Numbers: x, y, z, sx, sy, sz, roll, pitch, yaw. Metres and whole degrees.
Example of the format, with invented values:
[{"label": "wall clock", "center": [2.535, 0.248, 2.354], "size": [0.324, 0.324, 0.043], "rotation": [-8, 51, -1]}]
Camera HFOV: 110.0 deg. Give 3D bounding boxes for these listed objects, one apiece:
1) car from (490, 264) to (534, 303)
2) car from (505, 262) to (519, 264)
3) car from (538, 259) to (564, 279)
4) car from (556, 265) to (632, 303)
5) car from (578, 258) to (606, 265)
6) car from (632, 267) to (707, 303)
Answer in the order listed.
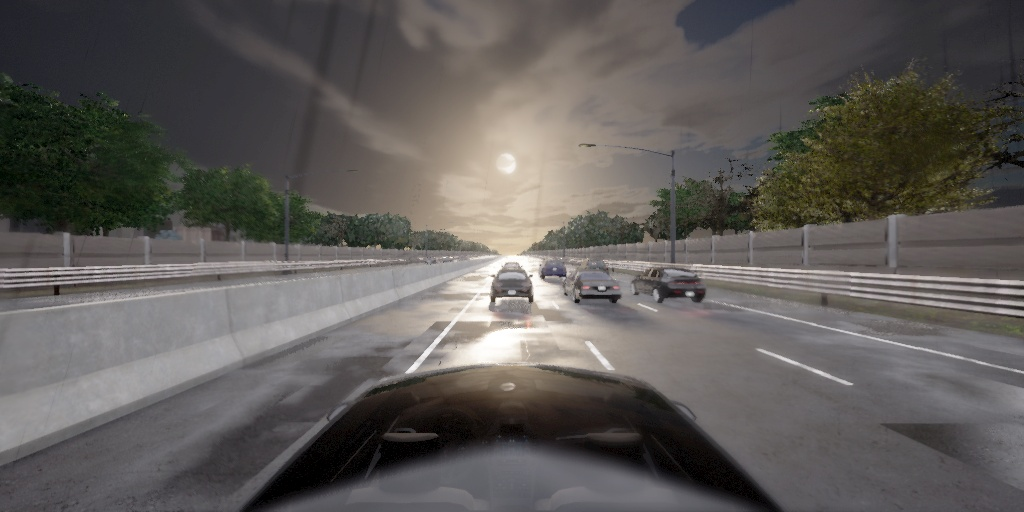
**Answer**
[{"label": "car", "center": [0.000, 1.273, 16.499], "size": [1.812, 1.442, 4.674], "rotation": [0, 0, 0]}, {"label": "car", "center": [0.000, 1.243, 31.499], "size": [1.812, 1.442, 4.674], "rotation": [0, 0, 0]}, {"label": "car", "center": [3.500, 1.076, 31.469], "size": [2.097, 1.767, 4.553], "rotation": [0, 0, 0]}, {"label": "car", "center": [3.500, 1.303, 16.499], "size": [2.033, 1.411, 5.357], "rotation": [0, 0, 0]}, {"label": "car", "center": [7.000, 1.076, 31.469], "size": [2.097, 1.767, 4.553], "rotation": [0, 0, 0]}, {"label": "car", "center": [7.000, 1.256, 16.499], "size": [1.837, 1.490, 4.892], "rotation": [0, 0, 0]}]
